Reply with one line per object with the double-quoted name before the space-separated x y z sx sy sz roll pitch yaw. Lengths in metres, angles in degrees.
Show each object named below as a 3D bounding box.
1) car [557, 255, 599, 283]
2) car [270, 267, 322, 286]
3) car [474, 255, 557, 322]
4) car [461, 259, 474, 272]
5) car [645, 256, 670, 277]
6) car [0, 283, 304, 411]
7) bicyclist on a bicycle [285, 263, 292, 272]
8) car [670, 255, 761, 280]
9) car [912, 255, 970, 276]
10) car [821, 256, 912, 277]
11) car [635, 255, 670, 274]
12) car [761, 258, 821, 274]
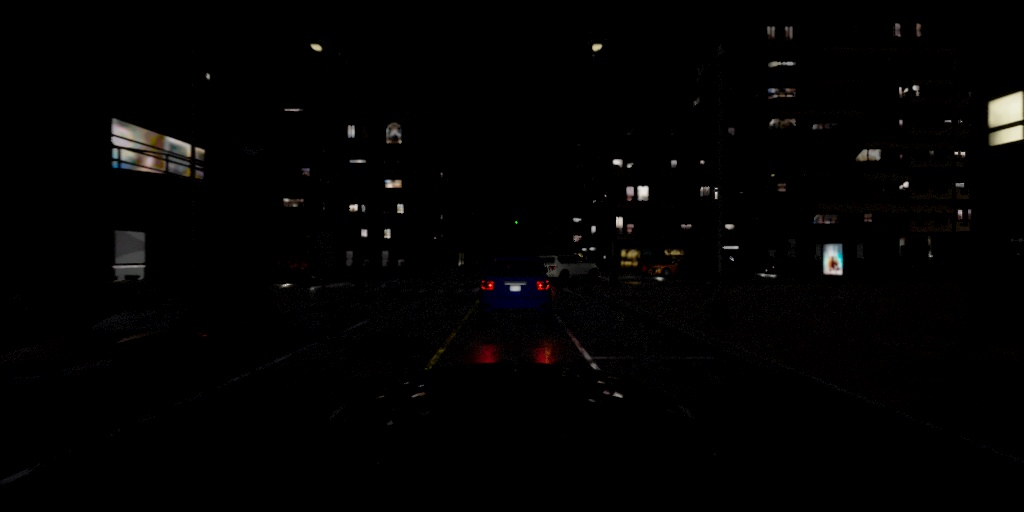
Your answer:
"car" 4.282 0.930 27.390 5.566 2.045 2.150 -1 -1 -40
"car" -17.428 1.631 28.425 4.674 1.442 1.812 -1 0 1
"car" 0.100 0.994 12.582 2.150 2.045 5.566 0 0 0
"car" -5.694 1.423 48.152 1.948 1.339 4.313 0 0 0
"car" 14.955 0.985 31.905 5.008 1.535 1.882 -1 0 -1
"car" -5.741 1.341 6.129 1.802 1.307 4.207 0 0 0
"bicyclist on a bicycle" -23.169 1.510 37.093 0.582 1.620 1.656 -1 0 0
"car" 14.708 0.826 26.111 5.009 1.841 2.192 0 0 0
"car" 31.349 0.766 26.258 4.313 1.339 1.948 0 0 0
"car" 25.802 0.870 26.209 4.313 1.339 1.948 0 0 0
"car" 14.573 0.829 34.490 5.009 1.841 2.192 0 0 0
"car" 25.334 0.860 31.995 5.357 1.411 2.033 -1 0 0
